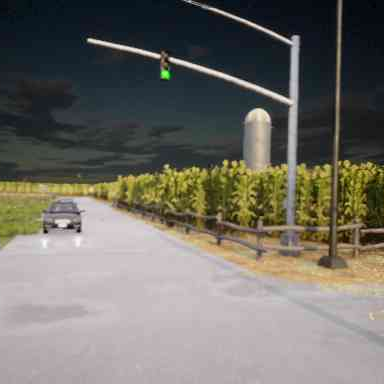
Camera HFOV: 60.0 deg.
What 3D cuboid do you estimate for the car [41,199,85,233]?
[{"bbox_3d":[-6.986,1.307,18.119,2.128,1.511,4.902,2,0,-20],"label":"car"}]

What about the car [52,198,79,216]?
[{"bbox_3d":[-10.990,1.275,29.020,1.994,1.385,4.181,2,0,-20],"label":"car"}]
